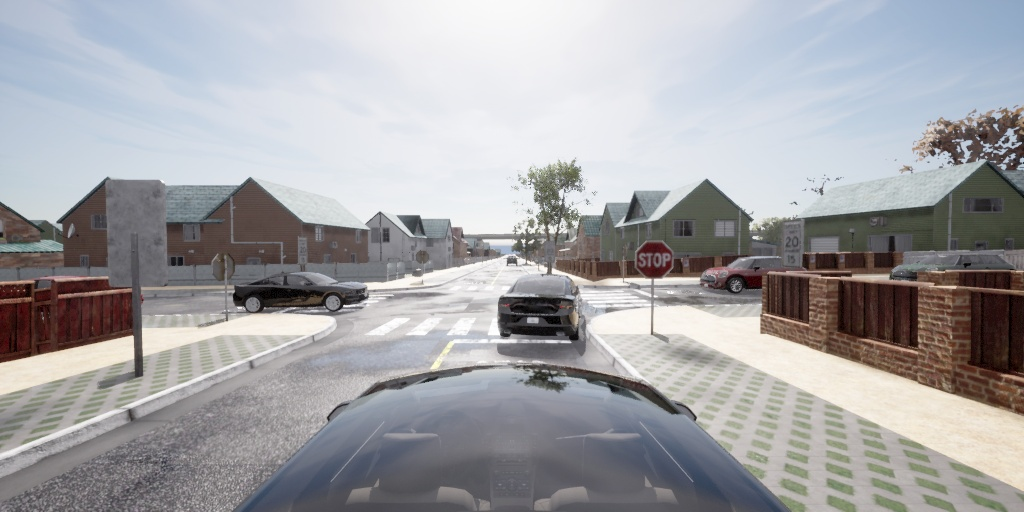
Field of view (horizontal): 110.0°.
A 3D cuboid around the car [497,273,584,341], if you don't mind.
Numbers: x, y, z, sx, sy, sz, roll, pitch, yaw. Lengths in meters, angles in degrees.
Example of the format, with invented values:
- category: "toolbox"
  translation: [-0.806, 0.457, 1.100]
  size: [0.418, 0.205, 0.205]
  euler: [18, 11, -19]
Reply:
- category: "car"
  translation: [0.959, 1.225, 10.077]
  size: [1.882, 1.535, 5.008]
  euler: [0, 0, 12]

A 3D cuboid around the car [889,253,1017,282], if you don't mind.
- category: "car"
  translation: [21.703, 0.646, 17.756]
  size: [4.553, 1.767, 2.097]
  euler: [-1, 2, 0]

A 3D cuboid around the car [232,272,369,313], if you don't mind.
- category: "car"
  translation: [-8.467, 1.377, 14.604]
  size: [5.008, 1.535, 1.882]
  euler: [-1, 2, 0]

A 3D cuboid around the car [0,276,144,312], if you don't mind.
- category: "car"
  translation: [-18.020, 1.547, 14.543]
  size: [5.008, 1.535, 1.882]
  euler: [-1, 2, 0]

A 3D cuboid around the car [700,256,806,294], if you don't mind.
- category: "car"
  translation: [11.808, 0.821, 17.686]
  size: [4.553, 1.767, 2.097]
  euler: [-1, 2, 0]
